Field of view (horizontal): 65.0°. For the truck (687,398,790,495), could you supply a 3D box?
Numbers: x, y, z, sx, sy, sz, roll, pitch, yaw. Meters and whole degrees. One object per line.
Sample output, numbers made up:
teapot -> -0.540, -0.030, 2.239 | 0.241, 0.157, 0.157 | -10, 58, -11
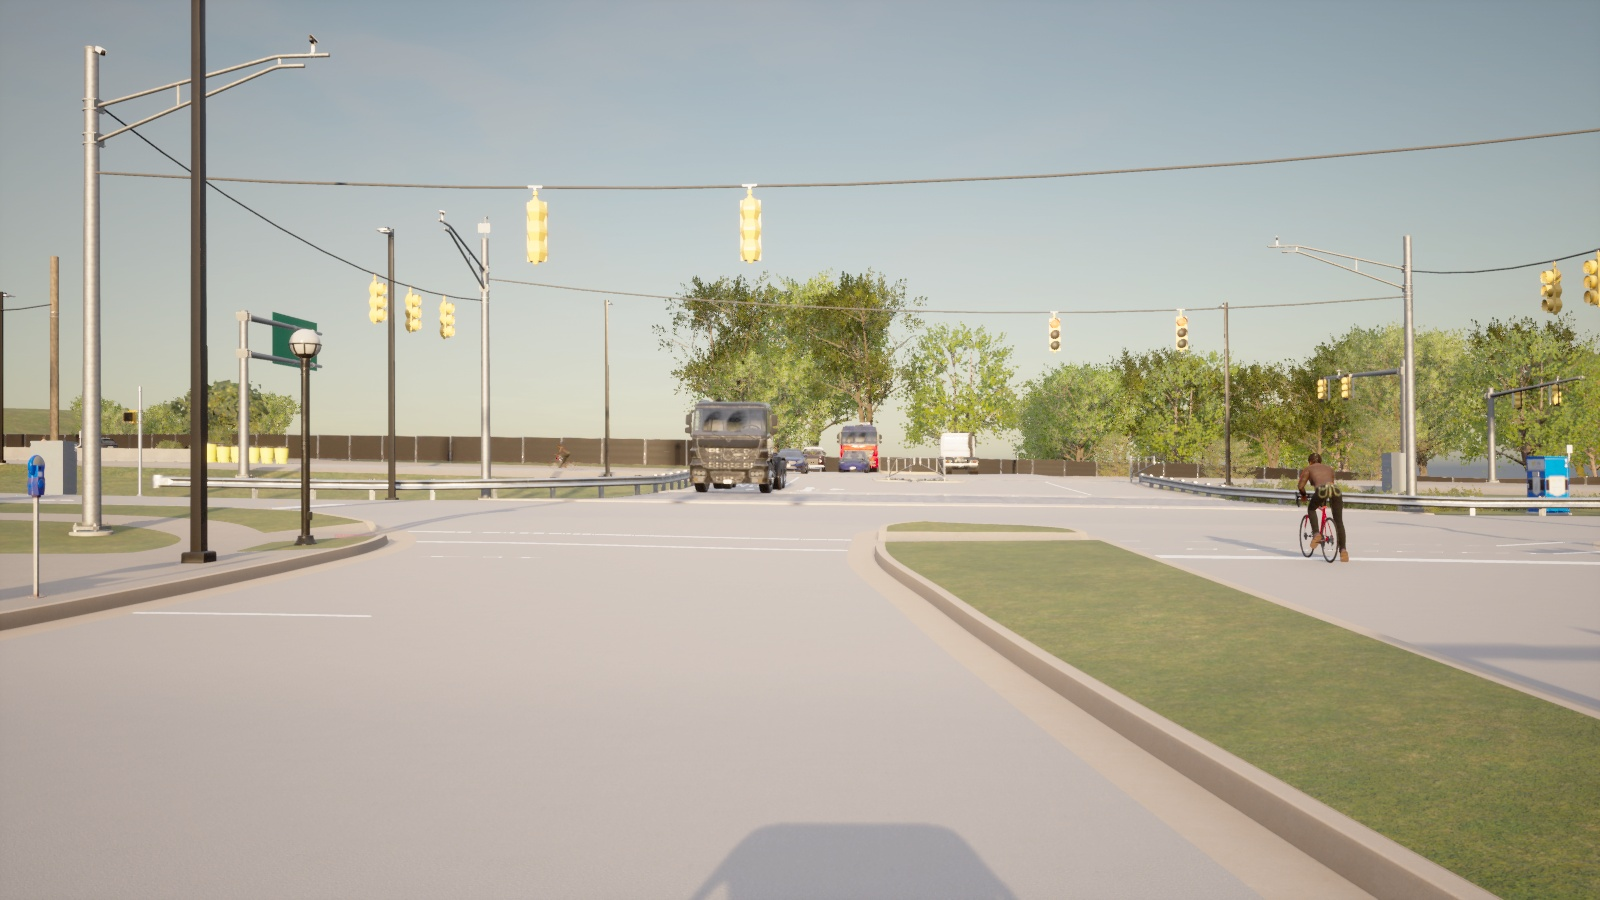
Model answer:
truck -> -2.239, -0.133, 48.801 | 2.891, 3.462, 7.936 | 0, 0, 5

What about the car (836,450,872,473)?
car -> 3.646, 0.767, 84.184 | 2.163, 1.488, 4.792 | 0, 0, 5

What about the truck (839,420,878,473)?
truck -> 4.538, -0.178, 97.380 | 2.891, 3.827, 8.468 | 0, -2, 3

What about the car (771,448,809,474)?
car -> -0.564, 0.660, 72.549 | 1.812, 1.442, 4.674 | 0, -1, 4

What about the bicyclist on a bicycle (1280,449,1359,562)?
bicyclist on a bicycle -> 7.829, 0.809, 18.989 | 0.582, 1.620, 1.656 | 0, 0, 4
